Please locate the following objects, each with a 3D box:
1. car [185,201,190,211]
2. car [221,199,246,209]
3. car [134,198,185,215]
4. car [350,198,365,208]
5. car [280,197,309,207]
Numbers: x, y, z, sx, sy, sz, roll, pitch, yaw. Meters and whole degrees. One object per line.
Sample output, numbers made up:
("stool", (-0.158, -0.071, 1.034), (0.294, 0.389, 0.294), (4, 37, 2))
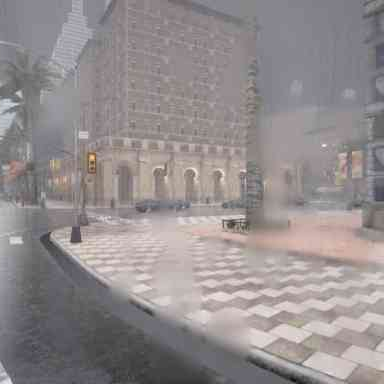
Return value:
("car", (-2.576, 1.492, 39.399), (4.902, 1.511, 2.128), (0, 0, -28))
("car", (5.973, 1.564, 44.336), (4.181, 1.385, 1.994), (0, 0, -29))
("car", (-3.567, 1.505, 34.646), (4.892, 1.490, 1.837), (0, 0, -29))
("car", (24.548, 1.547, 46.797), (5.357, 1.411, 2.033), (0, 0, -31))
("car", (15.285, 1.506, 49.717), (4.892, 1.490, 1.837), (0, 0, -30))
